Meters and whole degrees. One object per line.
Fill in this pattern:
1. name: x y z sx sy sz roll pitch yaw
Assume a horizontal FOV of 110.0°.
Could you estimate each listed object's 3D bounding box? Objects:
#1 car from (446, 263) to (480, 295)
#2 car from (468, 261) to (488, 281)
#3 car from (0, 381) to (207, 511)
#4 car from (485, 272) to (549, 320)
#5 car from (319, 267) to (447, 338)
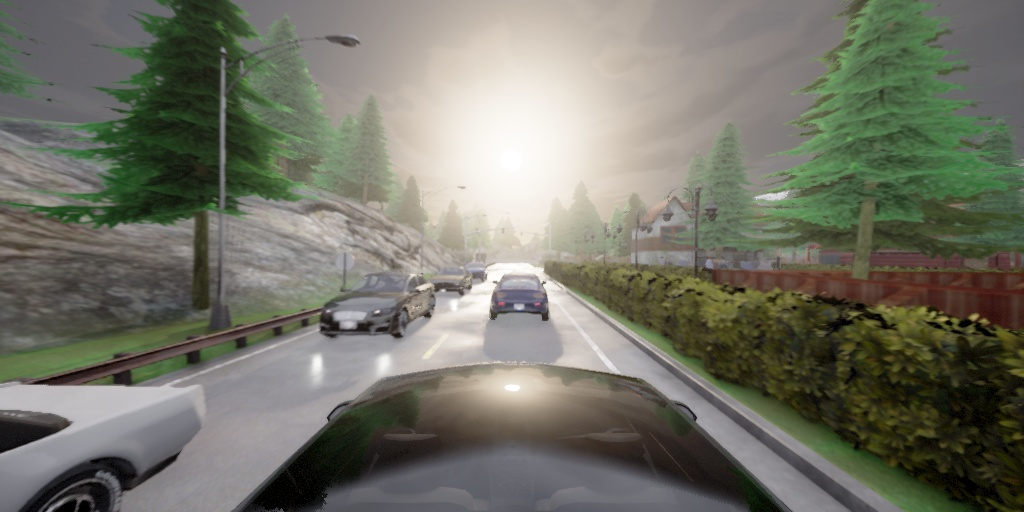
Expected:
1. car: -3.283 1.288 19.984 2.033 1.411 5.357 1 0 1
2. car: -3.067 1.231 30.008 1.882 1.535 5.008 1 0 1
3. car: -3.643 1.318 0.874 1.895 1.301 4.718 1 0 1
4. car: 0.262 1.290 12.600 1.812 1.442 4.674 1 0 1
5. car: -3.469 1.220 10.148 2.128 1.511 4.902 1 0 1
